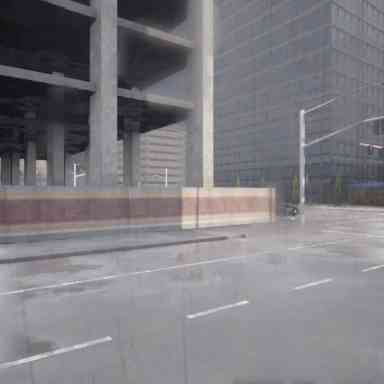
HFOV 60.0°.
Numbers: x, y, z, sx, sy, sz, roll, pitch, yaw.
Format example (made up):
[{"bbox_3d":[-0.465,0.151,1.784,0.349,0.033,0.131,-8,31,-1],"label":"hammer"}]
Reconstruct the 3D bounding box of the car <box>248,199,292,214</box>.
[{"bbox_3d":[8.542,1.526,36.933,1.812,1.442,4.674,0,0,-36],"label":"car"}]

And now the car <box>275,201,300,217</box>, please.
[{"bbox_3d":[8.133,1.564,31.533,1.994,1.385,4.181,0,0,-36],"label":"car"}]

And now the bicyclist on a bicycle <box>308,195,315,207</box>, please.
[{"bbox_3d":[16.610,1.301,46.220,1.656,1.620,0.582,0,0,-36],"label":"bicyclist on a bicycle"}]
